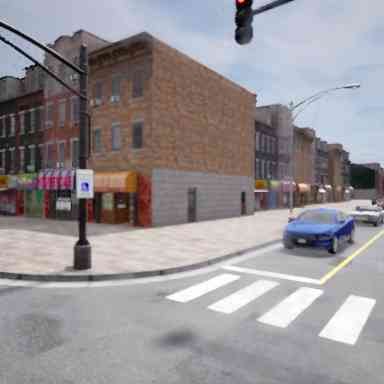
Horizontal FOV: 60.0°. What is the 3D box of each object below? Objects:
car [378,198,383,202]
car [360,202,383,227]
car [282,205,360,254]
[{"bbox_3d":[21.524,1.334,36.178,2.097,1.767,4.553,0,0,36],"label":"car"},{"bbox_3d":[12.007,1.579,23.029,1.895,1.301,4.718,0,0,36],"label":"car"},{"bbox_3d":[5.341,1.457,13.772,1.882,1.535,5.008,0,0,36],"label":"car"}]
